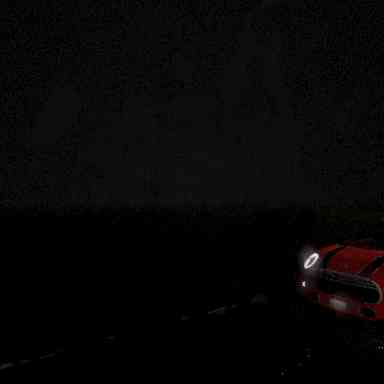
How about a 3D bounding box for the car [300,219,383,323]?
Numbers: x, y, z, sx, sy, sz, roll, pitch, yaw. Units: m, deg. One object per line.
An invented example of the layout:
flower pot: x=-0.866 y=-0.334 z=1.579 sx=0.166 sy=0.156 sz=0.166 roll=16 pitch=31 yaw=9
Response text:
car: x=4.384 y=1.390 z=7.136 sx=4.553 sy=1.767 sz=2.097 roll=0 pitch=0 yaw=-36
